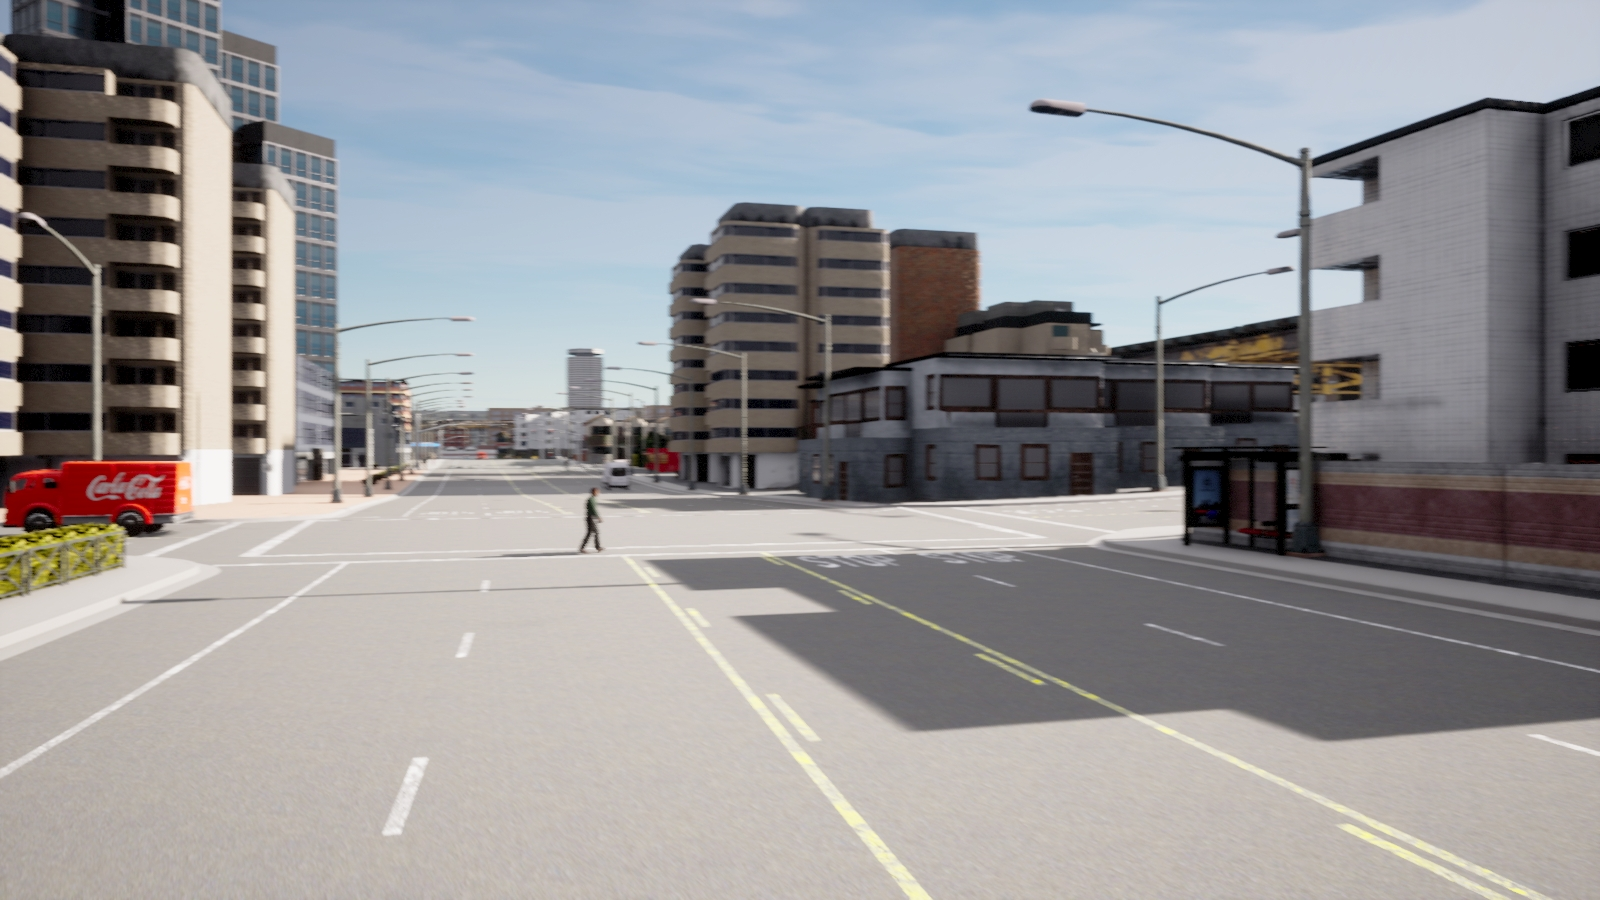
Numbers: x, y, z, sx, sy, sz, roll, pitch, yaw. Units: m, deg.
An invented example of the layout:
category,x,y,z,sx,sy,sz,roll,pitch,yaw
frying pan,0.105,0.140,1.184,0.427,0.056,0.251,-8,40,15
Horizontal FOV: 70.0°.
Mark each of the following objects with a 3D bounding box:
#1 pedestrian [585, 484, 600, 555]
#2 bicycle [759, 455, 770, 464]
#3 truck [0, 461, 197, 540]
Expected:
category,x,y,z,sx,sy,sz,roll,pitch,yaw
pedestrian,-5.568,1.861,30.695,0.375,1.860,0.375,0,0,-15
bicycle,-5.577,1.480,180.513,1.487,1.301,0.859,-2,1,-40
truck,-23.225,1.609,37.935,5.204,2.467,2.627,0,0,-15
